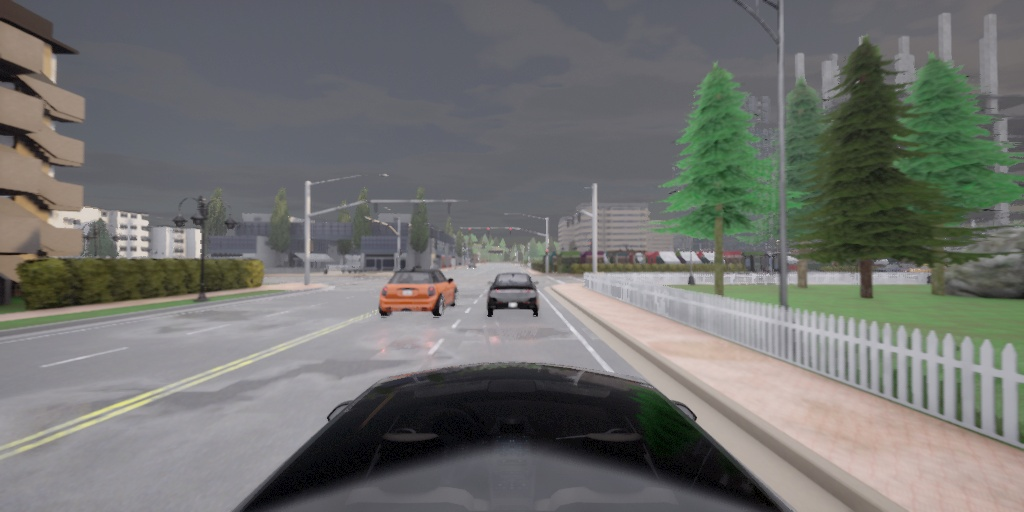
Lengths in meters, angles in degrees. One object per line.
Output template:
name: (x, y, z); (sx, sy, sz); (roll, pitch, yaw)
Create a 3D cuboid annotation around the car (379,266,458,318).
car: (-3.453, 1.269, 14.037); (2.097, 1.767, 4.553); (0, -1, 1)

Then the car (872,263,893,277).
car: (47.173, 1.681, 44.088); (4.553, 1.767, 2.097); (0, -1, -1)

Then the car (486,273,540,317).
car: (0.048, 1.411, 14.114); (2.128, 1.511, 4.902); (0, -1, 0)

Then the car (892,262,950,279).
car: (46.813, 1.762, 40.580); (5.008, 1.535, 1.882); (0, -1, -1)
